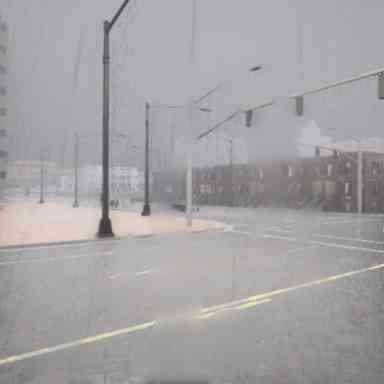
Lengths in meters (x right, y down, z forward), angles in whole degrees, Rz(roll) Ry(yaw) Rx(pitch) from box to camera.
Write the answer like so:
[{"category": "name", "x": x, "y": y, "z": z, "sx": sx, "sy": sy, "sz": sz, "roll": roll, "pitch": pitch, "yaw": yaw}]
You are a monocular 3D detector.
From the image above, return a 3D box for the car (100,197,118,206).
[{"category": "car", "x": -14.475, "y": 1.621, "z": 57.909, "sx": 1.882, "sy": 1.535, "sz": 5.008, "roll": 0, "pitch": 0, "yaw": -35}]

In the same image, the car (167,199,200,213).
[{"category": "car", "x": -1.029, "y": 1.634, "z": 39.108, "sx": 2.128, "sy": 1.511, "sz": 4.902, "roll": 0, "pitch": 0, "yaw": -36}]
